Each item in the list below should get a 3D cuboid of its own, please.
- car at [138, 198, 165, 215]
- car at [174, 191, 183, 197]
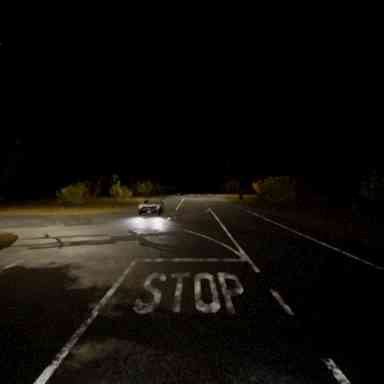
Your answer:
[{"bbox_3d":[-3.391,1.240,28.571,1.895,1.301,4.718,0,1,0],"label":"car"},{"bbox_3d":[-3.203,0.404,82.559,1.812,1.442,4.674,0,1,2],"label":"car"}]
